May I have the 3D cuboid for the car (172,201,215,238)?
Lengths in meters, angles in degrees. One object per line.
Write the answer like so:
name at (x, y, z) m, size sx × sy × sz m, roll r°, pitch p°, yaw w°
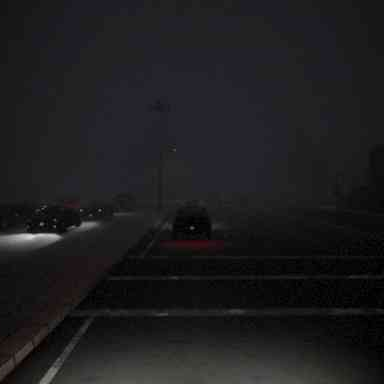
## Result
car at (0.001, 1.454, 17.447) m, size 1.882 × 1.535 × 5.008 m, roll 0°, pitch 0°, yaw 0°

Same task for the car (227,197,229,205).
car at (7.004, 1.467, 58.477) m, size 2.033 × 1.411 × 5.357 m, roll 0°, pitch 0°, yaw 0°

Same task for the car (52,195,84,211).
car at (-14.997, 1.297, 40.509) m, size 2.097 × 1.767 × 4.553 m, roll 0°, pitch 0°, yaw 0°

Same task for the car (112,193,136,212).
car at (-7.997, 1.168, 39.153) m, size 2.150 × 2.045 × 5.566 m, roll 0°, pitch 0°, yaw 0°

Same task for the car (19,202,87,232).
car at (-8.075, 1.537, 19.829) m, size 1.994 × 1.385 × 4.181 m, roll 0°, pitch 0°, yaw 0°

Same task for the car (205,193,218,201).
car at (3.504, 1.142, 58.507) m, size 2.150 × 2.045 × 5.566 m, roll 0°, pitch 0°, yaw 0°

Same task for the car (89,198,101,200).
car at (-11.497, 1.472, 39.592) m, size 1.812 × 1.442 × 4.674 m, roll 0°, pitch 0°, yaw 0°

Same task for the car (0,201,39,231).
car at (-11.570, 1.450, 20.636) m, size 1.882 × 1.535 × 5.008 m, roll 0°, pitch 0°, yaw 0°

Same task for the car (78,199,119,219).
car at (-8.026, 1.562, 28.583) m, size 1.895 × 1.301 × 4.718 m, roll 0°, pitch 0°, yaw 1°

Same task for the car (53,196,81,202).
car at (-11.515, 1.312, 29.672) m, size 2.097 × 1.767 × 4.553 m, roll 0°, pitch 0°, yaw 0°

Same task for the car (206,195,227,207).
car at (3.504, 1.498, 48.473) m, size 1.994 × 1.385 × 4.181 m, roll 0°, pitch 0°, yaw 0°

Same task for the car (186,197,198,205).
car at (0.004, 1.521, 58.507) m, size 1.895 × 1.301 × 4.718 m, roll 0°, pitch 0°, yaw 0°

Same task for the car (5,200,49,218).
car at (-14.998, 1.523, 30.519) m, size 1.994 × 1.385 × 4.181 m, roll 0°, pitch 0°, yaw 0°

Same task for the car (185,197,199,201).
car at (0.004, 1.426, 48.057) m, size 2.128 × 1.511 × 4.902 m, roll 0°, pitch 0°, yaw 0°

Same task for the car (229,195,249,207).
car at (7.004, 1.286, 48.443) m, size 2.097 × 1.767 × 4.553 m, roll 0°, pitch 0°, yaw 0°
